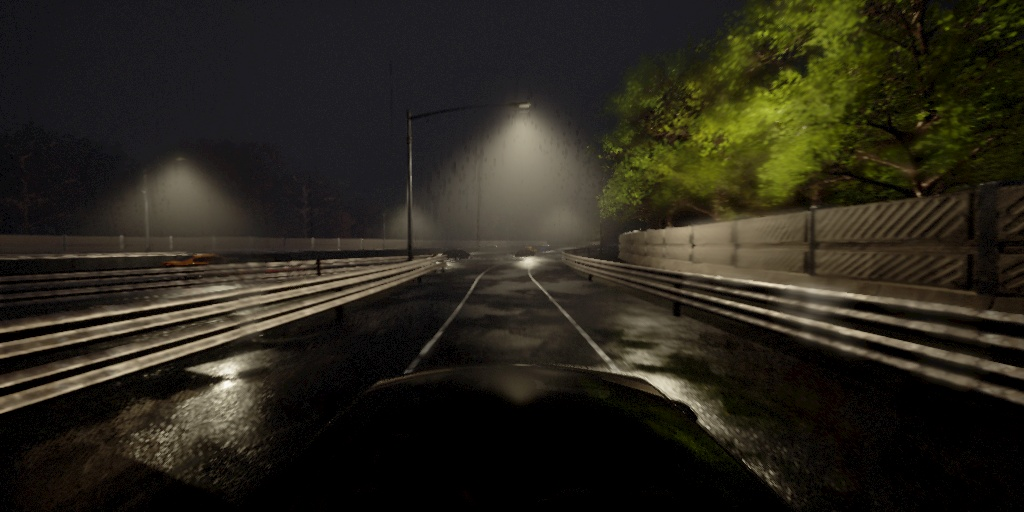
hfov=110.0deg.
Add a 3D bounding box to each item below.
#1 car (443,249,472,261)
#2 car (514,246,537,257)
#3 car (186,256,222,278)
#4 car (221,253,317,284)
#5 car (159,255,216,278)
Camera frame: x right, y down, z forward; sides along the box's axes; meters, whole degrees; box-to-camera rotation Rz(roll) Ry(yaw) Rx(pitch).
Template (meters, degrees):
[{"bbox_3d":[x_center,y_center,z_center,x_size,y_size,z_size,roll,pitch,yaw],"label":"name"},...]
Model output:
[{"bbox_3d":[-6.924,-0.143,45.963,1.837,1.490,4.892,1,2,25],"label":"car"},{"bbox_3d":[2.111,-0.531,57.256,1.994,1.385,4.181,1,2,25],"label":"car"},{"bbox_3d":[-17.335,0.804,23.035,1.895,1.301,4.718,1,2,24],"label":"car"},{"bbox_3d":[-14.132,0.585,21.611,2.097,1.767,4.553,1,2,24],"label":"car"},{"bbox_3d":[-20.574,0.655,24.355,1.882,1.535,5.008,1,2,24],"label":"car"}]
